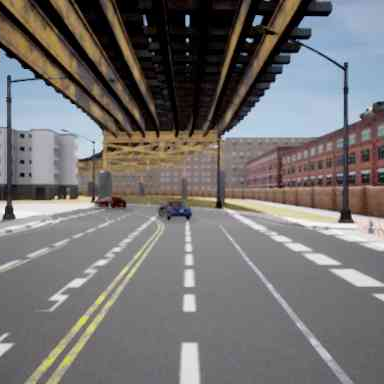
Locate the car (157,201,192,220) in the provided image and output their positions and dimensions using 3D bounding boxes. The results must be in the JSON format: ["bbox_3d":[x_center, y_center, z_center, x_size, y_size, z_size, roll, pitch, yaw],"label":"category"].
[{"bbox_3d":[-1.473,1.414,26.732,2.033,1.411,5.357,0,0,-17],"label":"car"}]

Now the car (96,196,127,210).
[{"bbox_3d":[-9.920,1.275,40.482,1.882,1.535,5.008,0,0,-44],"label":"car"}]
